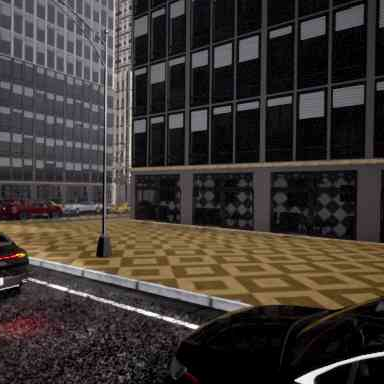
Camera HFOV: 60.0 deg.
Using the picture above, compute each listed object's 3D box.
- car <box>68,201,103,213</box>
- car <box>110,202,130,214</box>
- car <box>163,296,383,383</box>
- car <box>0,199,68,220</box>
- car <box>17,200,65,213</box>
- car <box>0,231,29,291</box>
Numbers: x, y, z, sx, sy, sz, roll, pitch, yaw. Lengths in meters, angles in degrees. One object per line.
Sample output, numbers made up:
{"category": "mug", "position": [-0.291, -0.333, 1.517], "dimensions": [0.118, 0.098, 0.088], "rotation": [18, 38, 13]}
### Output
{"category": "car", "position": [-13.174, 1.793, 40.688], "dimensions": [1.895, 1.301, 4.718], "rotation": [1, 0, 37]}
{"category": "car", "position": [-7.335, 1.828, 38.851], "dimensions": [1.752, 1.417, 4.829], "rotation": [1, 0, 37]}
{"category": "car", "position": [1.986, 1.505, 2.258], "dimensions": [4.892, 1.490, 1.837], "rotation": [0, 0, 36]}
{"category": "car", "position": [-14.164, 1.518, 29.664], "dimensions": [2.192, 1.841, 5.009], "rotation": [1, 0, 37]}
{"category": "car", "position": [-17.629, 1.641, 39.051], "dimensions": [1.752, 1.417, 4.829], "rotation": [1, 0, 37]}
{"category": "car", "position": [-5.731, 1.500, 7.801], "dimensions": [4.892, 1.490, 1.837], "rotation": [0, 0, 36]}
